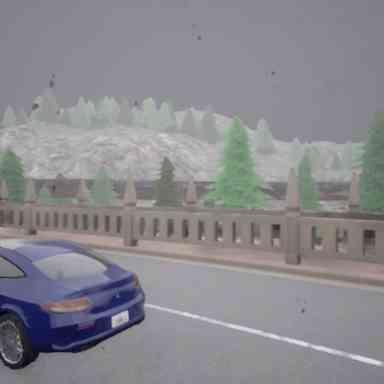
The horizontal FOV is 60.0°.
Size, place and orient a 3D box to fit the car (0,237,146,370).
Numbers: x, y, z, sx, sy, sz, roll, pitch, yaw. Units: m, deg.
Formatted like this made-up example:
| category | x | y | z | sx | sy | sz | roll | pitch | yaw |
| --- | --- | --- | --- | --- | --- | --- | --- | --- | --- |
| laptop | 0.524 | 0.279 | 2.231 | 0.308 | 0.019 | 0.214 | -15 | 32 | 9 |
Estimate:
| category | x | y | z | sx | sy | sz | roll | pitch | yaw |
| --- | --- | --- | --- | --- | --- | --- | --- | --- | --- |
| car | -2.891 | 1.506 | 5.618 | 4.674 | 1.442 | 1.812 | 0 | 0 | 32 |
